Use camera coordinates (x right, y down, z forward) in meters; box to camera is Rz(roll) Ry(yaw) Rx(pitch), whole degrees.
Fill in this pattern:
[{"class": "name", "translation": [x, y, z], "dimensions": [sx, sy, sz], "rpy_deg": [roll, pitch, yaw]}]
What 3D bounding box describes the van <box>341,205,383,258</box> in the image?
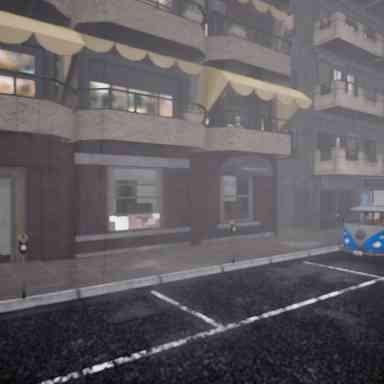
[{"class": "van", "translation": [6.785, 1.345, 11.401], "dimensions": [3.998, 1.788, 1.690], "rpy_deg": [0, 0, -35]}]
